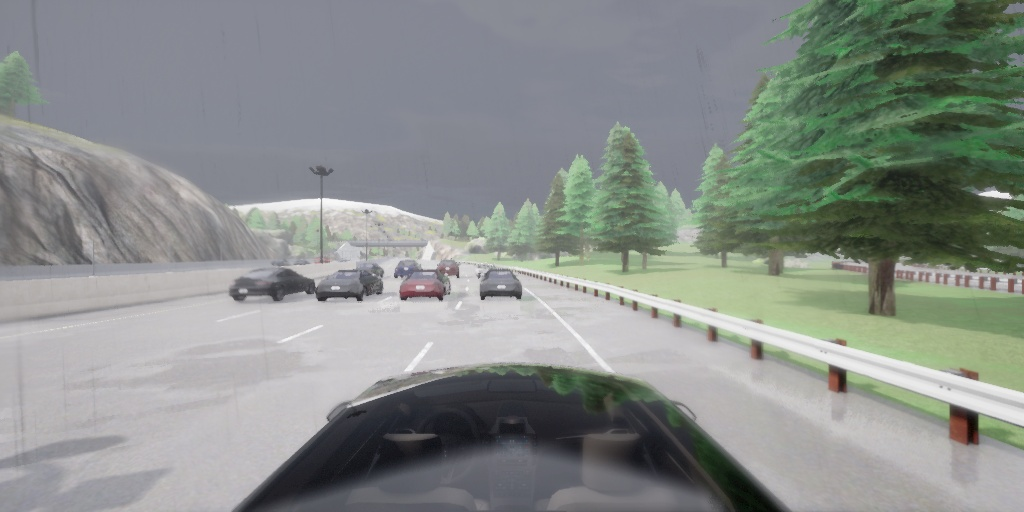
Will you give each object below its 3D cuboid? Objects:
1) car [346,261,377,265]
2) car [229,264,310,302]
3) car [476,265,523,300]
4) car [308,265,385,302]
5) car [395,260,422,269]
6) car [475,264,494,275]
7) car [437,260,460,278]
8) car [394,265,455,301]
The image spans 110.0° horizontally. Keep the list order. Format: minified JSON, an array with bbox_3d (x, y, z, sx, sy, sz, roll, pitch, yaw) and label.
[{"bbox_3d":[-12.818,1.310,32.175,2.033,1.411,5.357,0,0,-9],"label":"car"},{"bbox_3d":[-11.080,1.280,16.881,1.812,1.442,4.674,0,0,-4],"label":"car"},{"bbox_3d":[-0.610,1.320,17.673,1.994,1.385,4.181,0,0,-4],"label":"car"},{"bbox_3d":[-7.590,1.319,17.145,1.994,1.385,4.181,0,0,-4],"label":"car"},{"bbox_3d":[-9.353,1.113,32.672,2.097,1.767,4.553,0,0,-9],"label":"car"},{"bbox_3d":[-2.442,1.364,33.783,1.895,1.301,4.718,0,0,-9],"label":"car"},{"bbox_3d":[-5.893,1.113,33.198,2.097,1.767,4.553,0,0,-9],"label":"car"},{"bbox_3d":[-4.100,1.319,17.409,1.994,1.385,4.181,0,0,-4],"label":"car"}]
